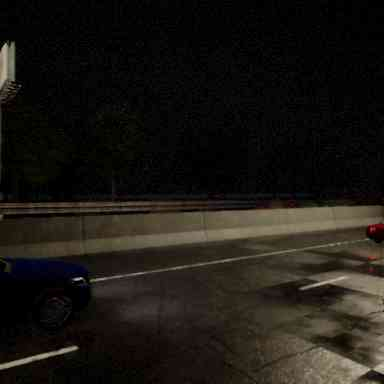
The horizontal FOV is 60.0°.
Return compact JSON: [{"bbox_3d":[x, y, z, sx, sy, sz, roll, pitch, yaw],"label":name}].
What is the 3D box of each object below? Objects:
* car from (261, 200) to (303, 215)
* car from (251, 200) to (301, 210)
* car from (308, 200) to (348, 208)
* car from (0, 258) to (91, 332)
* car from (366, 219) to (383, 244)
[{"bbox_3d":[10.086,1.684,37.063,4.892,1.490,1.837,0,0,-36],"label":"car"},{"bbox_3d":[7.642,1.629,30.989,5.008,1.535,1.882,0,0,-36],"label":"car"},{"bbox_3d":[12.215,1.520,29.969,4.553,1.767,2.097,0,0,-36],"label":"car"},{"bbox_3d":[-3.989,1.524,5.198,4.674,1.442,1.812,0,0,-35],"label":"car"},{"bbox_3d":[10.018,1.712,15.212,4.718,1.301,1.895,0,0,-36],"label":"car"}]
